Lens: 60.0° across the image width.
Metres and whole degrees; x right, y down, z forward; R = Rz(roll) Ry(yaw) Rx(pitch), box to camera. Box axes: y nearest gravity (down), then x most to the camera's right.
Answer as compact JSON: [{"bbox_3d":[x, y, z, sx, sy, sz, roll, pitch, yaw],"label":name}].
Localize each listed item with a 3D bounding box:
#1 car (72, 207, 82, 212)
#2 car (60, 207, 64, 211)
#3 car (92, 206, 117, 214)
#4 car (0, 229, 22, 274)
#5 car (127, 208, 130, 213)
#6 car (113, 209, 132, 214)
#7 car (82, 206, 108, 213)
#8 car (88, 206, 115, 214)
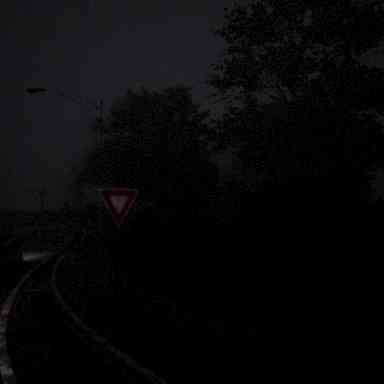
[{"bbox_3d":[-24.190,3.950,73.323,1.882,1.535,5.008,1,-4,-2],"label":"car"},{"bbox_3d":[-27.437,3.918,73.191,1.837,1.490,4.892,1,-4,-2],"label":"car"},{"bbox_3d":[-18.532,3.858,70.635,4.892,1.521,2.231,1,-4,-2],"label":"car"},{"bbox_3d":[-6.602,1.840,10.156,1.837,1.490,4.892,0,-1,-17],"label":"car"},{"bbox_3d":[-19.357,5.228,89.856,4.792,1.488,2.163,1,-4,-2],"label":"car"},{"bbox_3d":[-19.410,5.404,92.603,4.792,1.488,2.163,1,-4,-2],"label":"car"},{"bbox_3d":[-18.319,3.447,65.146,4.892,1.521,2.231,1,-4,-2],"label":"car"},{"bbox_3d":[-18.431,3.653,67.891,5.008,1.535,2.097,1,-4,-2],"label":"car"}]
